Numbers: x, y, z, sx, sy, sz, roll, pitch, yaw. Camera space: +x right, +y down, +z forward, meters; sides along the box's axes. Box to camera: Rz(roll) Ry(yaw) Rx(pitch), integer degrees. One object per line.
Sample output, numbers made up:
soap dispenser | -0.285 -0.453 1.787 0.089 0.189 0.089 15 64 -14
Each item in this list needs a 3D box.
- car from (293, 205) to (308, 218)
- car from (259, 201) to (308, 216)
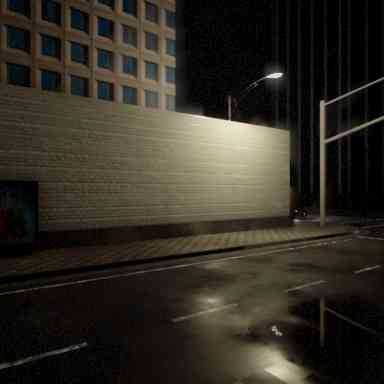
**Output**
car | 8.123 1.581 29.977 1.812 1.442 4.674 0 0 -36
car | 9.324 1.656 34.302 1.895 1.301 4.718 0 0 -36
